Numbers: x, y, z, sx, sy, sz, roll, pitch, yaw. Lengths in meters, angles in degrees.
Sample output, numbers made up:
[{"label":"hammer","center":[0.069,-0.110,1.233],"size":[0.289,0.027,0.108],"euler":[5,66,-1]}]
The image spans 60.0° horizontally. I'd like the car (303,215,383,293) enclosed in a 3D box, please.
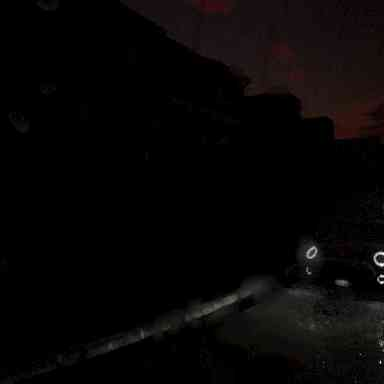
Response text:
[{"label":"car","center":[4.870,1.598,9.641],"size":[2.097,1.767,4.553],"euler":[-1,-2,37]}]
